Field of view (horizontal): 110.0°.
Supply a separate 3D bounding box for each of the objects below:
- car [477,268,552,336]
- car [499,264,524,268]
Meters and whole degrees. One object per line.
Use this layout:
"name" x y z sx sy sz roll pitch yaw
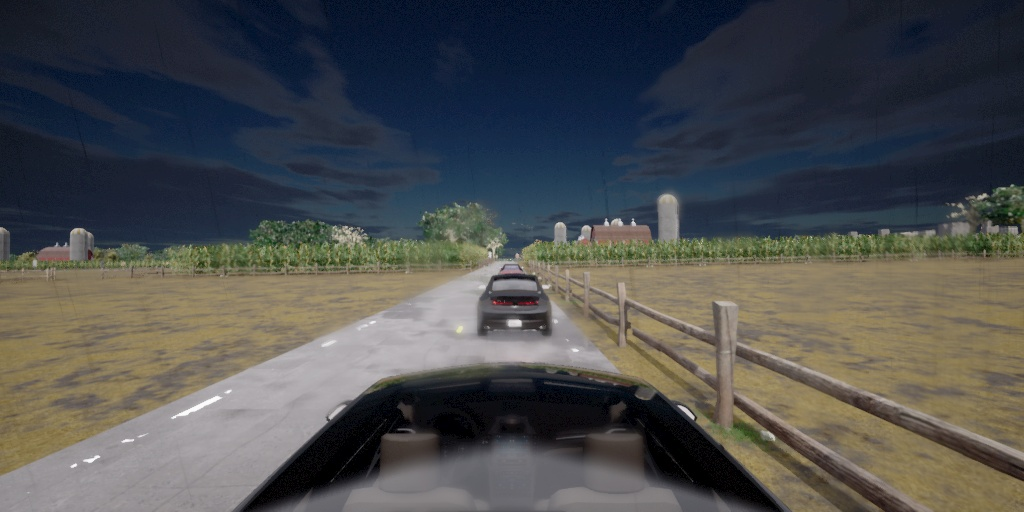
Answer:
"car" 0.058 1.252 10.366 1.837 1.490 4.892 0 0 0
"car" -0.028 1.289 27.264 1.994 1.385 4.181 0 0 0
